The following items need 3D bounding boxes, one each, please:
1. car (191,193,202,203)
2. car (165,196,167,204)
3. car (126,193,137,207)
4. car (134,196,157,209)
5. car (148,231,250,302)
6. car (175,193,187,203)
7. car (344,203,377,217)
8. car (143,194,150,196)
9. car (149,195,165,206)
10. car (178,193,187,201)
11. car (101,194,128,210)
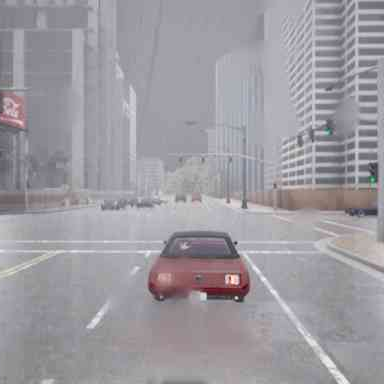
[{"bbox_3d":[1.012,1.264,73.312,2.150,2.045,5.566,0,0,1],"label":"car"},{"bbox_3d":[-6.094,1.522,67.238,1.882,1.535,5.008,0,0,1],"label":"car"},{"bbox_3d":[-9.868,1.256,51.992,2.150,2.045,5.566,0,0,1],"label":"car"},{"bbox_3d":[-6.460,1.632,46.788,1.895,1.301,4.718,0,0,1],"label":"car"},{"bbox_3d":[0.211,1.606,8.239,1.895,1.301,4.718,0,0,2],"label":"car"},{"bbox_3d":[-2.487,1.264,73.361,2.150,2.045,5.566,0,0,1],"label":"car"},{"bbox_3d":[16.532,1.621,30.367,4.718,1.301,1.895,0,0,1],"label":"car"},{"bbox_3d":[-9.519,1.587,71.157,2.033,1.411,5.357,0,0,1],"label":"car"},{"bbox_3d":[-6.313,1.601,56.790,1.994,1.385,4.181,0,0,0],"label":"car"},{"bbox_3d":[-2.338,1.240,84.001,2.097,1.767,4.553,0,0,1],"label":"car"},{"bbox_3d":[-10.022,1.380,42.409,2.097,1.767,4.553,0,0,1],"label":"car"}]
